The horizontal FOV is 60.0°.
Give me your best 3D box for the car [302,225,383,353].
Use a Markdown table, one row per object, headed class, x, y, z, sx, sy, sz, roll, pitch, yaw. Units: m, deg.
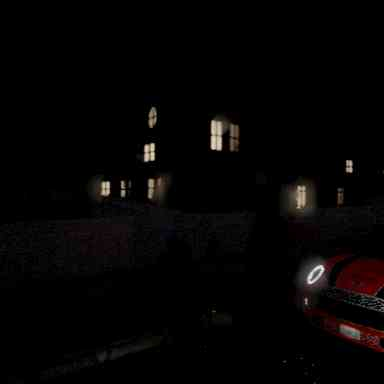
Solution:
| class | x | y | z | sx | sy | sz | roll | pitch | yaw |
| --- | --- | --- | --- | --- | --- | --- | --- | --- | --- |
| car | 4.024 | 1.360 | 5.925 | 4.553 | 1.767 | 2.097 | 0 | 0 | -35 |
